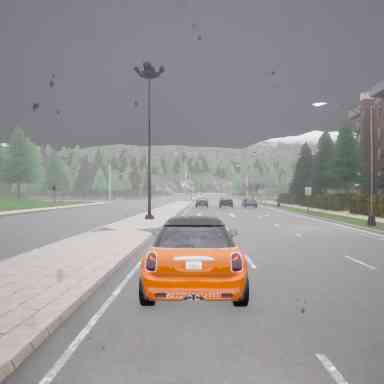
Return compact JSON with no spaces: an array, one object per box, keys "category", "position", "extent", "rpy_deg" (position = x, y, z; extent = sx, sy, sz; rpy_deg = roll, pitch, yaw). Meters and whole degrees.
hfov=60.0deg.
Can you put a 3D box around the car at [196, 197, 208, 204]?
[{"category":"car","position":[1.480,1.526,49.147],"extent":[1.812,1.442,4.674],"rpy_deg":[0,0,2]}]

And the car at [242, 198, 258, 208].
[{"category":"car","position":[8.488,1.547,49.227],"extent":[2.033,1.411,5.357],"rpy_deg":[0,0,2]}]

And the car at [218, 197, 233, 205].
[{"category":"car","position":[4.990,1.477,49.356],"extent":[1.882,1.535,5.008],"rpy_deg":[0,0,2]}]

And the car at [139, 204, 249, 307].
[{"category":"car","position":[0.068,1.352,8.168],"extent":[2.097,1.767,4.553],"rpy_deg":[0,0,1]}]
